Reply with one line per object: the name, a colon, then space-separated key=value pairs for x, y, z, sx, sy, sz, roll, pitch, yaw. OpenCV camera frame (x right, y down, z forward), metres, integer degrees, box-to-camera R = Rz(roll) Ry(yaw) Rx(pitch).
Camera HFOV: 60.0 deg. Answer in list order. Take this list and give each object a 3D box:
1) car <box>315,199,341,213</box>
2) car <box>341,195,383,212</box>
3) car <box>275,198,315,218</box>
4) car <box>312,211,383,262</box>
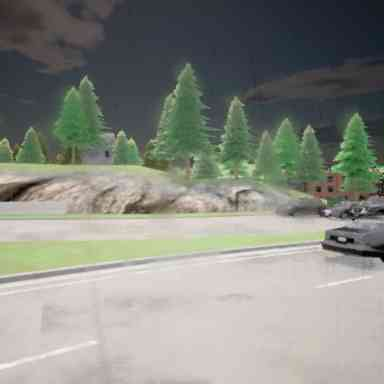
car: x=12.847 y=1.475 z=26.981 sx=4.902 sy=1.511 sz=2.128 roll=0 pitch=0 yaw=-23
car: x=13.683 y=1.205 z=23.539 sx=5.566 sy=2.045 sz=2.150 roll=0 pitch=0 yaw=-23
car: x=9.659 y=1.336 z=29.456 sx=4.553 sy=1.767 sz=2.097 roll=0 pitch=0 yaw=-22
car: x=7.016 y=1.539 z=11.595 sx=5.357 sy=1.411 sz=2.033 roll=0 pitch=0 yaw=-25
